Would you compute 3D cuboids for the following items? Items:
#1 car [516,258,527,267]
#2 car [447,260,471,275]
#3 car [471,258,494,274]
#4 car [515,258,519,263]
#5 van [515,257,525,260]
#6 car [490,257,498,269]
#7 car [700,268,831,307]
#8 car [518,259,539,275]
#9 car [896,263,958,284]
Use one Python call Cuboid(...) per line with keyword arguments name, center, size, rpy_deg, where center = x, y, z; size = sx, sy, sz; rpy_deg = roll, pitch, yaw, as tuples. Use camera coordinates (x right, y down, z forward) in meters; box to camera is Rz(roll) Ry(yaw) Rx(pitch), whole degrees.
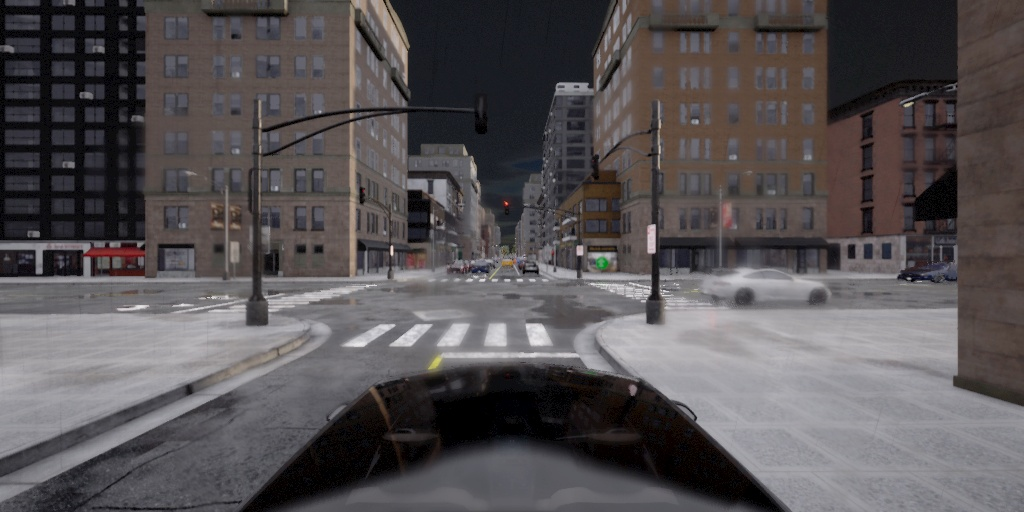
Cuboid(name="car", center=(1.928, 1.350, 50.783), size=(1.802, 1.307, 4.207), rpy_deg=(0, 0, 0))
Cuboid(name="car", center=(-6.015, 1.198, 39.702), size=(1.967, 1.591, 4.097), rpy_deg=(0, 0, 0))
Cuboid(name="car", center=(-3.480, 1.306, 40.690), size=(2.033, 1.411, 5.357), rpy_deg=(0, 0, 0))
Cuboid(name="car", center=(1.887, 1.341, 56.293), size=(1.948, 1.339, 4.313), rpy_deg=(0, 0, 0))
Cuboid(name="van", center=(1.846, 1.123, 61.803), size=(1.690, 1.789, 3.998), rpy_deg=(0, 0, 0))
Cuboid(name="car", center=(-3.575, 1.300, 55.785), size=(1.812, 1.442, 4.674), rpy_deg=(0, 0, 0))
Cuboid(name="car", center=(10.143, 1.210, 14.555), size=(4.674, 1.442, 1.812), rpy_deg=(0, 0, -1))
Cuboid(name="car", center=(2.010, 1.324, 39.761), size=(1.948, 1.339, 4.313), rpy_deg=(0, 0, 0))
Cuboid(name="car", center=(29.846, 1.159, 24.583), size=(5.357, 1.411, 2.033), rpy_deg=(0, 0, -1))
